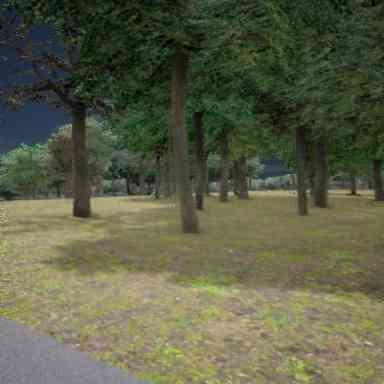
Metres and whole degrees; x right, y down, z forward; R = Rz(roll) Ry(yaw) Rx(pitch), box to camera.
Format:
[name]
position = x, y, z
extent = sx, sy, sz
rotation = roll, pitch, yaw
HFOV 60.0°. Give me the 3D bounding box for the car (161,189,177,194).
[car]
position = -5.358, -0.009, 83.527
extent = 2.033, 1.411, 5.357
rotation = -3, -1, 34
